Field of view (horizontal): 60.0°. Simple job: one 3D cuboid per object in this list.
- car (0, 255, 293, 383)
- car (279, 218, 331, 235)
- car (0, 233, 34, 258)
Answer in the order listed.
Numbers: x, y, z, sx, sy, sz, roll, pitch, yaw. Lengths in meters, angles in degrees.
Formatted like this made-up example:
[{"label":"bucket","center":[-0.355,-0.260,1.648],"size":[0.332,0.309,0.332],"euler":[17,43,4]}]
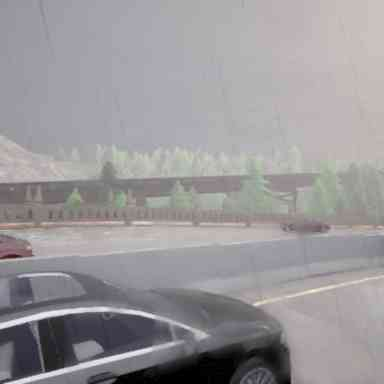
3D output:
[{"label":"car","center":[-1.141,1.507,2.931],"size":[4.902,1.511,2.128],"euler":[1,-1,-35]},{"label":"car","center":[9.490,2.833,27.923],"size":[4.718,1.301,1.895],"euler":[5,-3,-35]},{"label":"car","center":[-6.175,1.570,8.183],"size":[4.181,1.385,1.994],"euler":[1,0,-35]}]
